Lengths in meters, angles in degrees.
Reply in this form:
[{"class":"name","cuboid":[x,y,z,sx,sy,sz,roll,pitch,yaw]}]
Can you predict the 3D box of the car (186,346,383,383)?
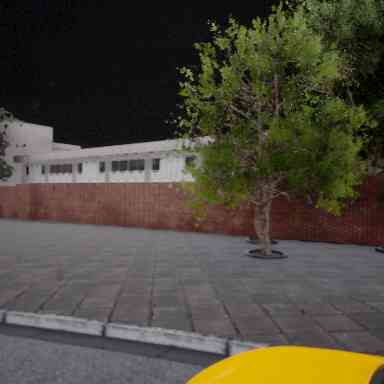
[{"class":"car","cuboid":[2.078,1.478,1.257,5.008,1.535,1.882,0,0,26]}]
